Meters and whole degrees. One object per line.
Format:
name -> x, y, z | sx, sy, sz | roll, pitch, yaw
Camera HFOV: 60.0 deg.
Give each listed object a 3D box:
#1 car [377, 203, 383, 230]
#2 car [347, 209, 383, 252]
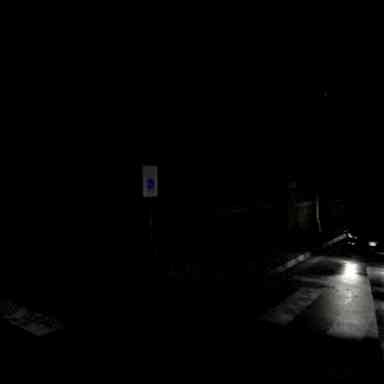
car -> 13.365, 1.517, 21.539 | 1.882, 1.535, 5.008 | 0, 0, 35
car -> 7.527, 1.524, 13.275 | 1.837, 1.490, 4.892 | 0, 0, 35
